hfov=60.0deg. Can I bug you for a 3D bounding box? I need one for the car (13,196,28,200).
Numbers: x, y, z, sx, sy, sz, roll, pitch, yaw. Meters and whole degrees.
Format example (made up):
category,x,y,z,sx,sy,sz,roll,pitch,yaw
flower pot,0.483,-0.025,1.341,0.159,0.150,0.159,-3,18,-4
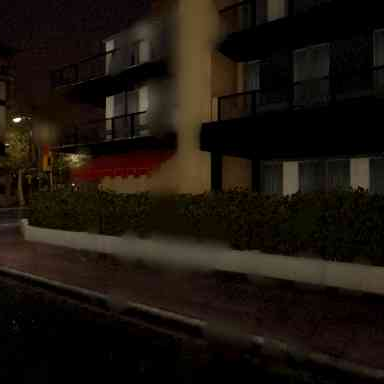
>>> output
category,x,y,z,sx,sy,sz,roll,pitch,yaw
car,-36.209,1.481,67.988,4.892,1.521,2.231,0,0,36
